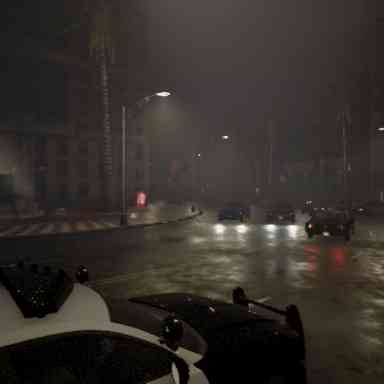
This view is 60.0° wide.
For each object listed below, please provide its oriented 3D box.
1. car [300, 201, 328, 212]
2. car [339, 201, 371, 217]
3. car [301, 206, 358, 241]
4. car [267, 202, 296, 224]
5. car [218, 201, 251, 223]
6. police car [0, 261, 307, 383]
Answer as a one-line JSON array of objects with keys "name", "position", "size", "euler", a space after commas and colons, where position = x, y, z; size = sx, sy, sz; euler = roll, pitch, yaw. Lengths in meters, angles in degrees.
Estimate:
[{"name": "car", "position": [11.728, 1.527, 31.684], "size": [2.033, 1.411, 5.357], "euler": [0, 0, 6]}, {"name": "car", "position": [15.228, 1.546, 31.617], "size": [1.994, 1.385, 4.181], "euler": [0, 0, 6]}, {"name": "car", "position": [7.121, 1.591, 16.898], "size": [1.895, 1.301, 4.718], "euler": [0, 0, 29]}, {"name": "car", "position": [6.816, 1.509, 25.058], "size": [1.812, 1.442, 4.674], "euler": [0, 0, 18]}, {"name": "car", "position": [3.422, 1.459, 25.957], "size": [1.882, 1.535, 5.008], "euler": [0, 0, 18]}, {"name": "police car", "position": [-1.086, 1.422, 2.547], "size": [5.238, 1.638, 1.930], "euler": [0, 0, -36]}]
